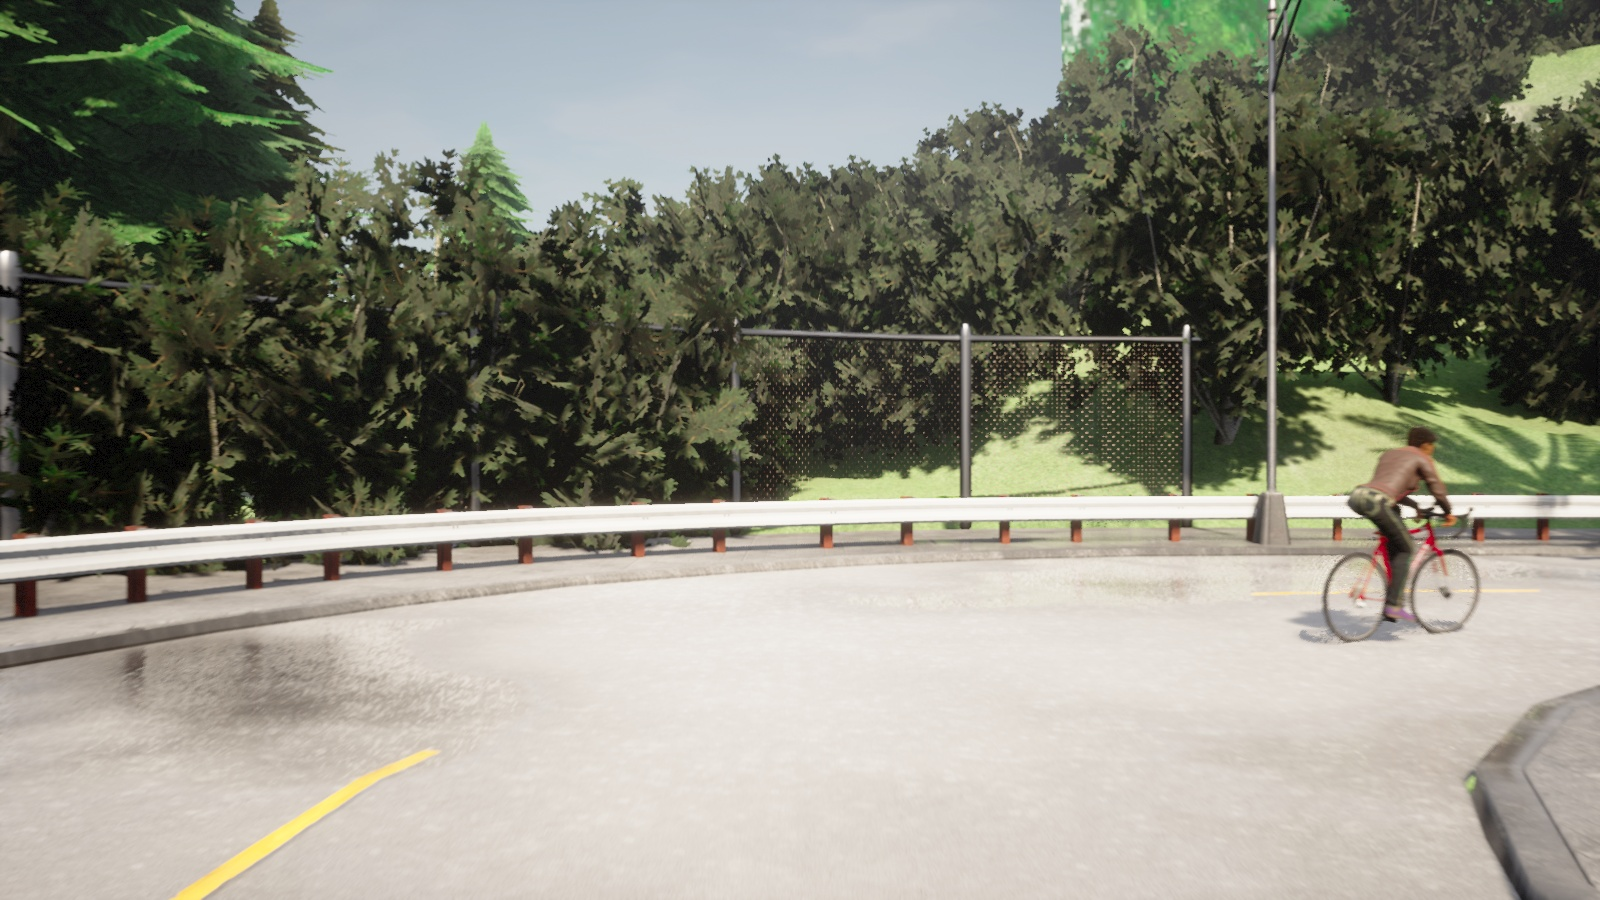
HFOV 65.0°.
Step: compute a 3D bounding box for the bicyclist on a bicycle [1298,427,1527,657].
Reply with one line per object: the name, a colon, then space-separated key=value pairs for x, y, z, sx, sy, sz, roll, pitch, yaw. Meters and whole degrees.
bicyclist on a bicycle: x=4.638 y=0.651 z=9.501 sx=1.656 sy=1.620 sz=0.582 roll=0 pitch=2 yaw=-24
